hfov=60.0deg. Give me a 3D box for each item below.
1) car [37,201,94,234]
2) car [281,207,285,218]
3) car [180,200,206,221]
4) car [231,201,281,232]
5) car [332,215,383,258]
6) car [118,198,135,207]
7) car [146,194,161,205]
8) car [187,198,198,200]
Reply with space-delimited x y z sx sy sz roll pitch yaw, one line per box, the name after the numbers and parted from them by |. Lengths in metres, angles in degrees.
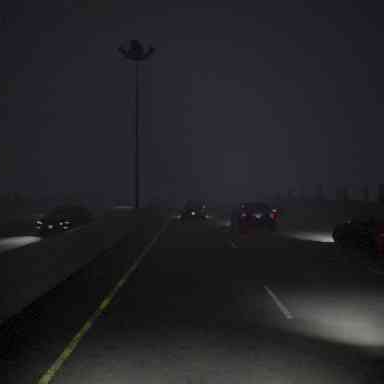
-7.103 1.504 19.103 1.837 1.490 4.892 0 0 0 | car
7.094 1.579 30.497 1.994 1.385 4.181 0 0 0 | car
0.094 1.573 26.910 1.994 1.385 4.181 0 0 0 | car
3.596 1.353 20.222 2.097 1.767 4.553 0 0 0 | car
7.097 1.562 12.782 1.994 1.385 4.181 0 0 0 | car
-10.558 1.604 53.744 2.033 1.411 5.357 0 0 0 | car
-7.042 1.309 61.006 2.150 2.045 5.566 0 0 1 | car
0.092 1.540 43.102 2.163 1.488 4.792 0 0 0 | car
